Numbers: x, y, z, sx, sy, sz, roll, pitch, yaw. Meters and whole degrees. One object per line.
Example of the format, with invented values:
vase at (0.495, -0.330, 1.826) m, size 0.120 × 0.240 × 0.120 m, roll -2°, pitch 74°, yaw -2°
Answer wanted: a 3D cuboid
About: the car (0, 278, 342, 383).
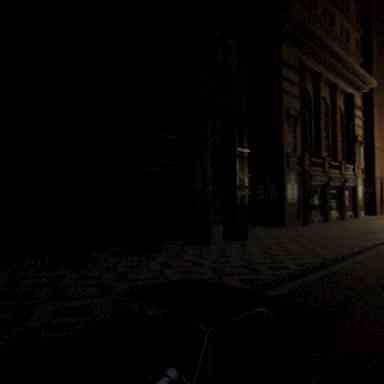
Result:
car at (-0.275, 1.701, 3.257) m, size 1.895 × 1.301 × 4.718 m, roll -2°, pitch -2°, yaw 43°
